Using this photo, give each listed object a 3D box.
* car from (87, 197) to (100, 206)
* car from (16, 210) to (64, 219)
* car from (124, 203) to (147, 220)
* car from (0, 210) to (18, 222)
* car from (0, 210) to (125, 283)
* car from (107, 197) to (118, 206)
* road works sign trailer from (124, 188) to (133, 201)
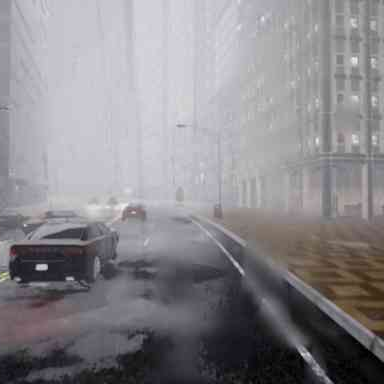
[{"bbox_3d":[-17.297,1.630,58.561,1.882,1.535,5.008,0,0,-14],"label":"car"},{"bbox_3d":[-7.317,1.660,17.885,1.895,1.301,4.718,0,0,-4],"label":"car"},{"bbox_3d":[-4.977,1.664,29.053,1.994,1.385,4.181,0,0,-7],"label":"car"},{"bbox_3d":[-10.593,1.656,18.129,1.895,1.301,4.718,0,0,-5],"label":"car"},{"bbox_3d":[-3.407,1.514,9.805,1.882,1.535,5.008,0,0,-2],"label":"car"},{"bbox_3d":[-13.743,1.671,57.755,1.837,1.490,4.892,0,0,-13],"label":"car"},{"bbox_3d":[-17.300,0.754,90.076,2.380,3.560,2.880,1,0,-23],"label":"road works sign trailer"}]
